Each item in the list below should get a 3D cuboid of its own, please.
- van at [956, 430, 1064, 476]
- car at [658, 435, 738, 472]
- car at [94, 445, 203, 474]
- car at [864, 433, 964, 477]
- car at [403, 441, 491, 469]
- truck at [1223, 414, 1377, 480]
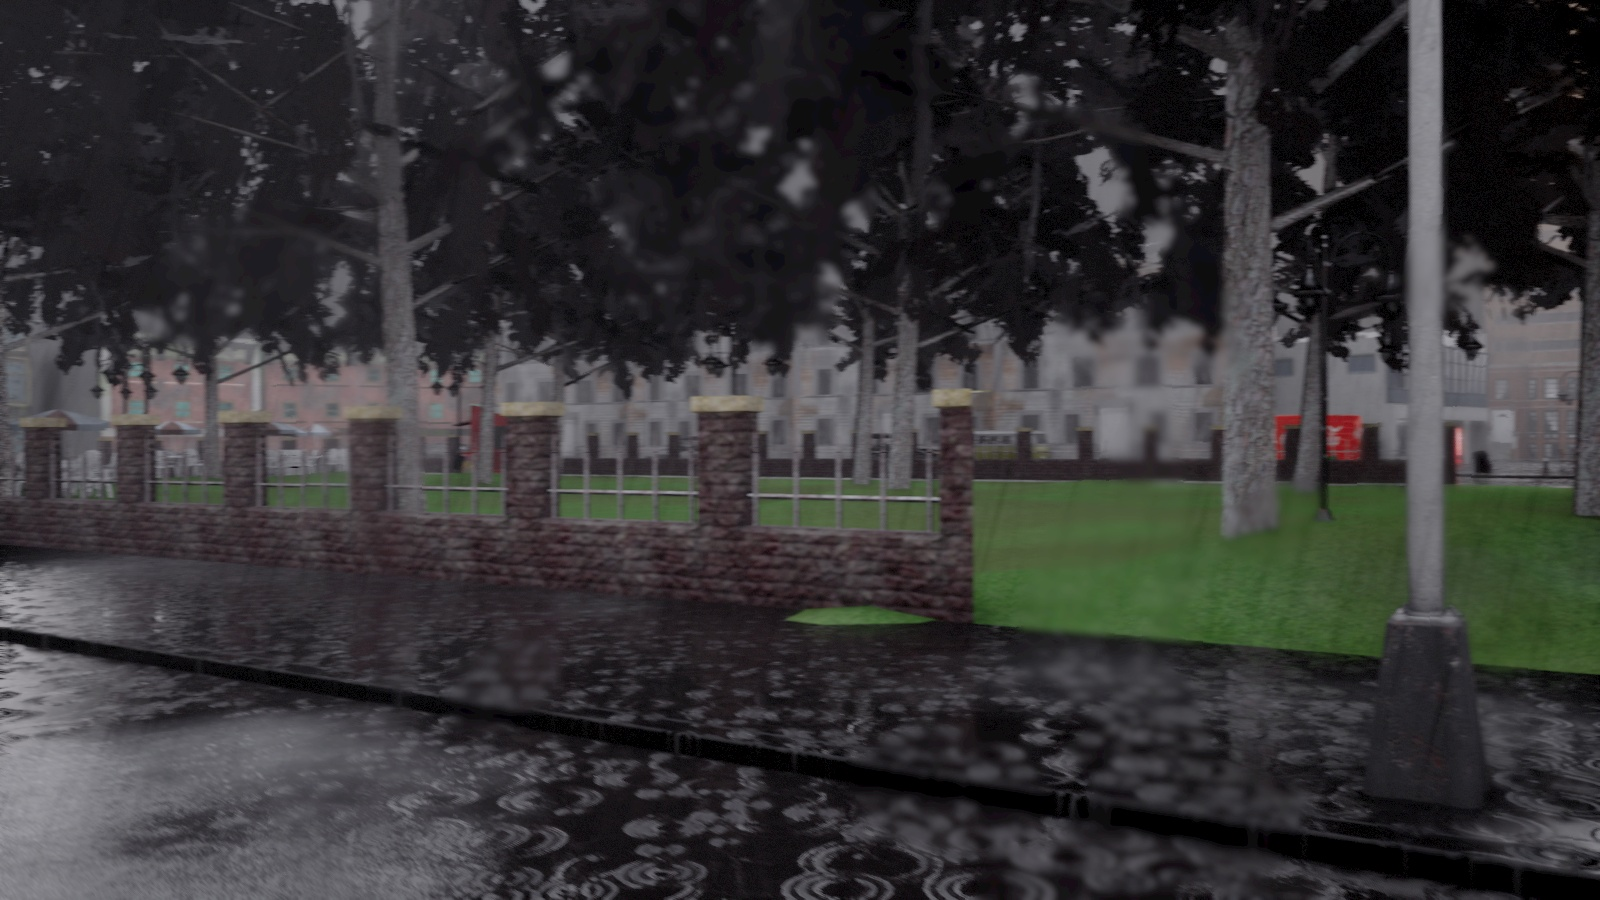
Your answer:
[{"bbox_3d":[9.379,0.130,56.191,4.442,1.987,1.775,0,0,34],"label":"van"},{"bbox_3d":[-5.369,0.176,66.024,3.866,1.878,1.905,0,0,34],"label":"car"},{"bbox_3d":[-35.192,0.495,67.943,1.837,1.490,4.892,0,1,35],"label":"car"},{"bbox_3d":[4.905,0.202,54.366,3.866,1.878,1.905,0,0,34],"label":"car"},{"bbox_3d":[-21.296,0.319,75.827,4.856,1.649,2.033,0,0,21],"label":"car"},{"bbox_3d":[19.624,-0.112,49.355,5.204,2.467,2.627,0,0,34],"label":"truck"}]
